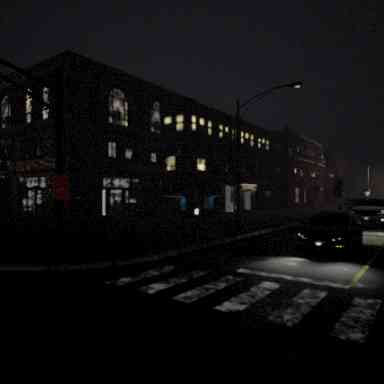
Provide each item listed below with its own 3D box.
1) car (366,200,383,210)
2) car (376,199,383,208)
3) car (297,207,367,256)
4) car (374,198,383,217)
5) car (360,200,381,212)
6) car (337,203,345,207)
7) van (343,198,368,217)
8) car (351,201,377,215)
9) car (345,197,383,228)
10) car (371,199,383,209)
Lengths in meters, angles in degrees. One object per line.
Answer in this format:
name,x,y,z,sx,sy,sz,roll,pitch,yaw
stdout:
car,26.015,1.812,46.993,2.008,1.369,4.403,0,-1,35
car,32.365,1.873,56.039,2.008,1.369,4.403,0,-1,35
car,5.758,1.575,13.661,1.837,1.490,4.892,0,0,33
car,20.008,1.541,33.878,2.097,1.767,4.553,0,-1,35
car,22.742,1.756,42.331,1.752,1.417,4.829,0,-1,35
car,13.217,1.671,28.762,1.752,1.417,4.829,0,0,35
van,16.490,1.515,33.426,1.690,1.788,3.998,0,0,35
car,19.665,1.753,37.947,2.008,1.369,4.403,0,0,35
car,12.755,1.347,23.589,2.150,2.045,5.566,0,0,35
car,29.190,1.842,51.515,2.008,1.369,4.403,0,-1,35
